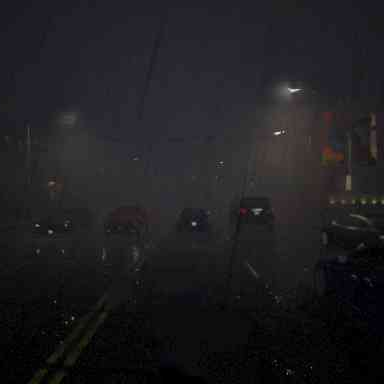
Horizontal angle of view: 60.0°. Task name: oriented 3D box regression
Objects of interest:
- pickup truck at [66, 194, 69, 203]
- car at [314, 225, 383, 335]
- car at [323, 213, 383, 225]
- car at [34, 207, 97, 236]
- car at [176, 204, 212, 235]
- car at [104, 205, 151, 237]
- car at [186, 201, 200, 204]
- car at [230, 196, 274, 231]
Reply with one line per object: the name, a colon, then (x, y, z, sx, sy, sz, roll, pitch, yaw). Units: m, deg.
pickup truck: (-25.055, 1.241, 72.610, 6.274, 2.098, 2.390, 0, 0, 0)
car: (3.601, 1.538, 5.454, 1.812, 1.442, 4.674, 0, 0, 0)
car: (6.408, 1.506, 12.122, 2.097, 1.535, 5.008, 0, 0, 0)
car: (-6.989, 1.587, 19.085, 2.033, 1.411, 5.357, 0, 0, 0)
car: (0.107, 1.605, 19.169, 1.994, 1.385, 4.181, 0, 0, 0)
car: (-3.493, 1.518, 18.662, 1.882, 1.535, 5.008, 0, 0, 0)
car: (0.125, 1.680, 37.590, 1.895, 1.301, 4.718, 0, 0, 0)
car: (3.670, 1.266, 21.101, 2.150, 2.045, 5.566, 0, 0, 2)
